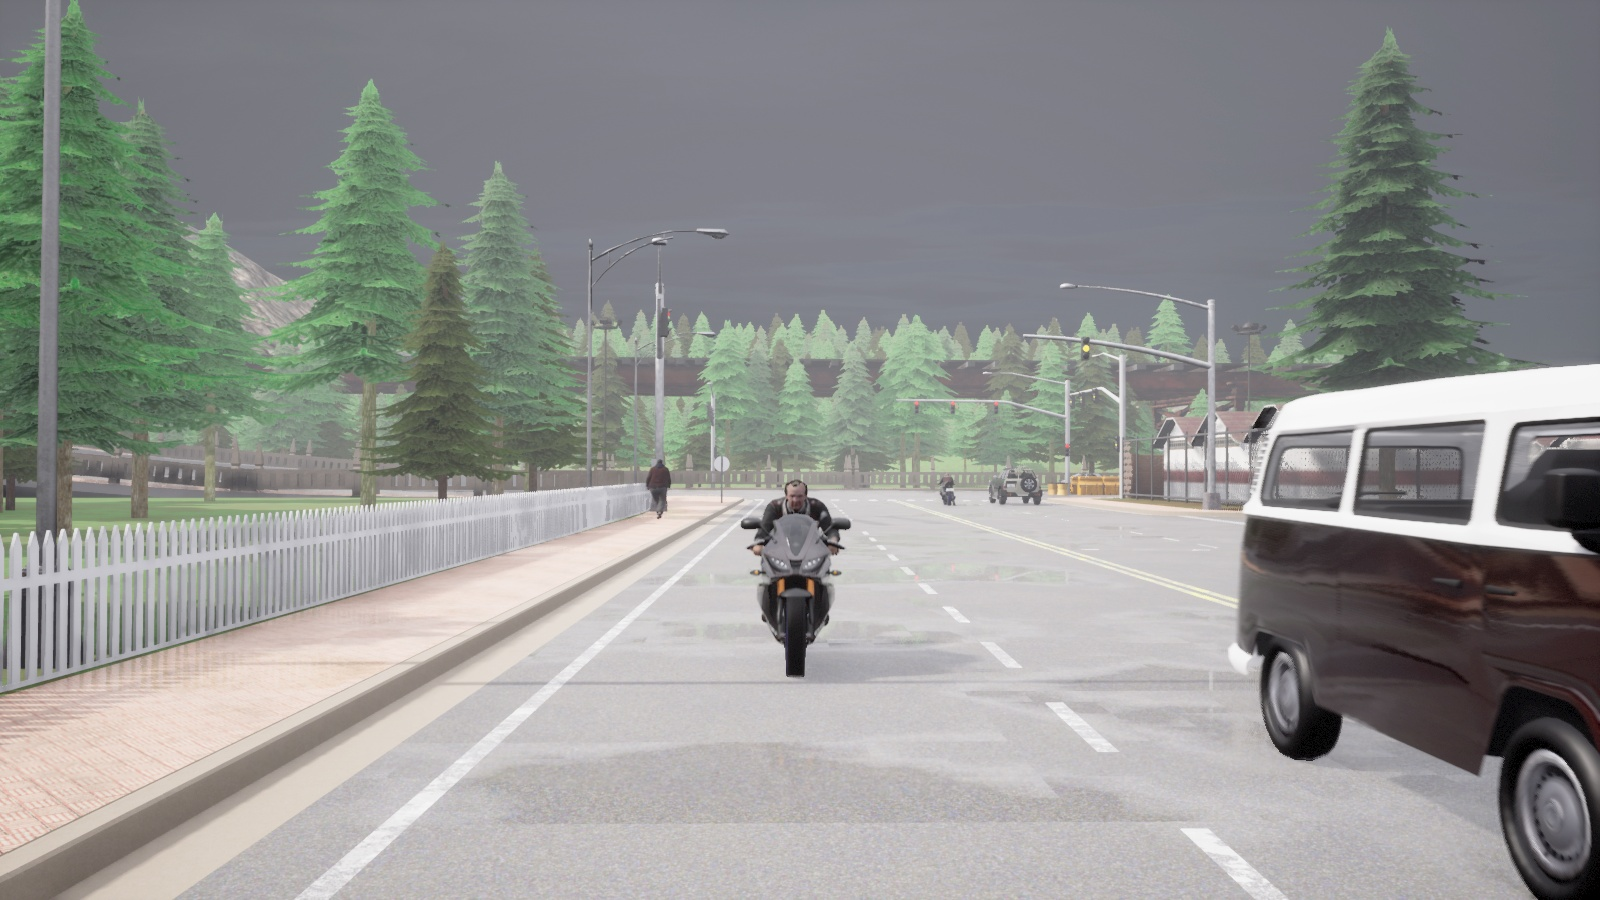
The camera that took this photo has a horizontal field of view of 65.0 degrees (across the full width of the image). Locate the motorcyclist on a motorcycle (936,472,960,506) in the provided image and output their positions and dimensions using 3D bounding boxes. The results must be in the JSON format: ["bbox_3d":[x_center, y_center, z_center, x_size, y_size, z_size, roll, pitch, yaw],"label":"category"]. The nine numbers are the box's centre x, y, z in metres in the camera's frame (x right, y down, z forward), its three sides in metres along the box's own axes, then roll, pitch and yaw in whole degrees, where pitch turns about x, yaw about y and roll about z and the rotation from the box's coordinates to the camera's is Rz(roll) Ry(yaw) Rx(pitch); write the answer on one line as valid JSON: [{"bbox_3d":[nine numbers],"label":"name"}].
[{"bbox_3d":[6.856,1.800,58.352,0.866,1.530,2.191,0,-1,0],"label":"motorcyclist on a motorcycle"}]

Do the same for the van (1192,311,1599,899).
[{"bbox_3d":[3.485,0.617,5.557,2.069,2.038,4.480,0,-1,0],"label":"van"}]

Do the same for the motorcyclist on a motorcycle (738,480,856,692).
[{"bbox_3d":[-0.026,1.023,10.312,0.866,1.530,2.191,0,-1,0],"label":"motorcyclist on a motorcycle"}]

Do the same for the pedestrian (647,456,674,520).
[{"bbox_3d":[-4.096,1.107,36.849,0.634,1.844,0.899,0,-1,3],"label":"pedestrian"}]

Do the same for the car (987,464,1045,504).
[{"bbox_3d":[10.351,1.604,60.516,1.932,1.855,4.605,0,-1,0],"label":"car"}]
